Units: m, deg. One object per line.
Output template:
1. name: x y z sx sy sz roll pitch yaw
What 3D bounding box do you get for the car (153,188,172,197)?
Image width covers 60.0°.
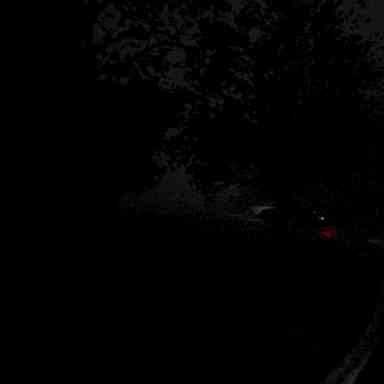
1. car: -6.582 0.135 69.033 1.946 1.575 5.366 0 3 18

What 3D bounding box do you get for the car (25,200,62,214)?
1. car: -15.940 1.578 34.421 4.674 1.442 1.812 0 0 -13

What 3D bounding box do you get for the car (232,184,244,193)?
1. car: 11.024 -0.486 75.072 2.128 1.511 4.902 0 3 18

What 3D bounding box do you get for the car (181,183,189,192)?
1. car: -3.222 -0.537 79.536 1.946 1.575 5.366 0 3 18

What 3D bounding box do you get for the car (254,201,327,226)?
1. car: 7.074 1.491 23.722 1.837 1.490 4.892 -1 1 -38

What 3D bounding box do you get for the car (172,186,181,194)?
1. car: -4.897 -0.202 74.282 1.946 1.575 5.366 0 3 18

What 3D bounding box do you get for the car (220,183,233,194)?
1. car: 7.803 -0.500 75.675 1.882 1.535 5.008 0 3 18

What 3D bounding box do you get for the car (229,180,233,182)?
1. car: 11.000 -1.413 85.551 2.097 1.767 4.553 0 3 18

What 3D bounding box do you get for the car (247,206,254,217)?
1. car: 6.916 1.513 29.386 1.812 1.442 4.674 0 0 -35

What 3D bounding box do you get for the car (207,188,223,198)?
1. car: 4.181 0.316 63.698 1.812 1.442 4.674 0 4 16

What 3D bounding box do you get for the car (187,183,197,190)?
1. car: -1.462 -1.136 85.045 2.435 2.045 5.566 0 3 18
